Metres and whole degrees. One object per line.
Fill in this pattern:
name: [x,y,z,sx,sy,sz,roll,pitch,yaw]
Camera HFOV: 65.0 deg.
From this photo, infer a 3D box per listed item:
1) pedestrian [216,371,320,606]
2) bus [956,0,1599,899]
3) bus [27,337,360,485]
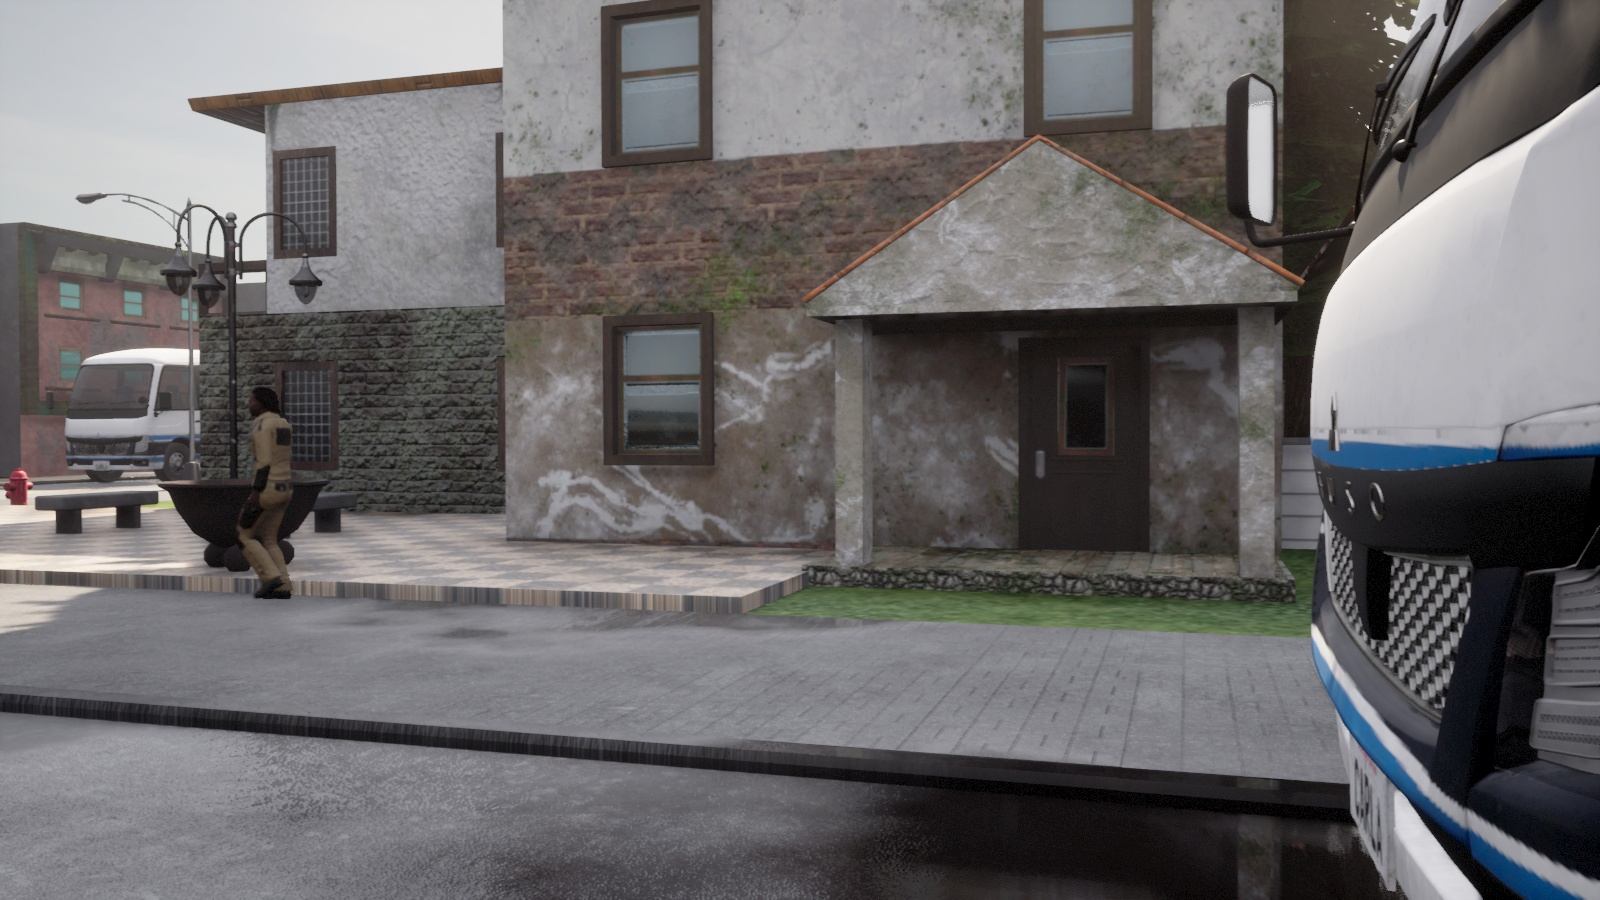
pedestrian: [-4.470,0.312,10.569,0.692,1.930,0.396,0,1,7]
bus: [5.669,-0.558,1.905,10.273,4.253,3.944,1,1,16]
bus: [-19.521,-1.298,41.609,3.944,4.253,10.273,0,2,17]
